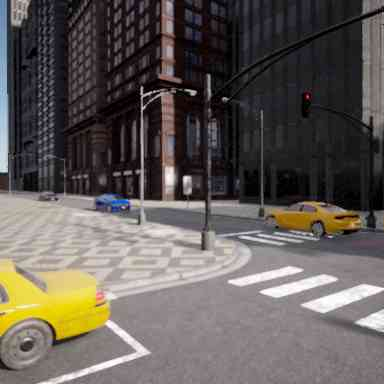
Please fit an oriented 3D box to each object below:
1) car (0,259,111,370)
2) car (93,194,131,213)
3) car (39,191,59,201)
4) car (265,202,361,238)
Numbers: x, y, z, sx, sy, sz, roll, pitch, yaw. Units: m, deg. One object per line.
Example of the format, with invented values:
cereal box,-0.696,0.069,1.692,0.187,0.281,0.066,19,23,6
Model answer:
car,-3.510,1.528,4.141,4.829,1.417,1.752,0,0,-36
car,-6.965,0.928,28.822,1.882,1.535,5.008,0,1,-36
car,-20.782,0.586,48.068,2.033,1.411,5.357,0,1,-36
car,5.785,1.241,16.591,1.882,1.535,5.008,1,1,-28
